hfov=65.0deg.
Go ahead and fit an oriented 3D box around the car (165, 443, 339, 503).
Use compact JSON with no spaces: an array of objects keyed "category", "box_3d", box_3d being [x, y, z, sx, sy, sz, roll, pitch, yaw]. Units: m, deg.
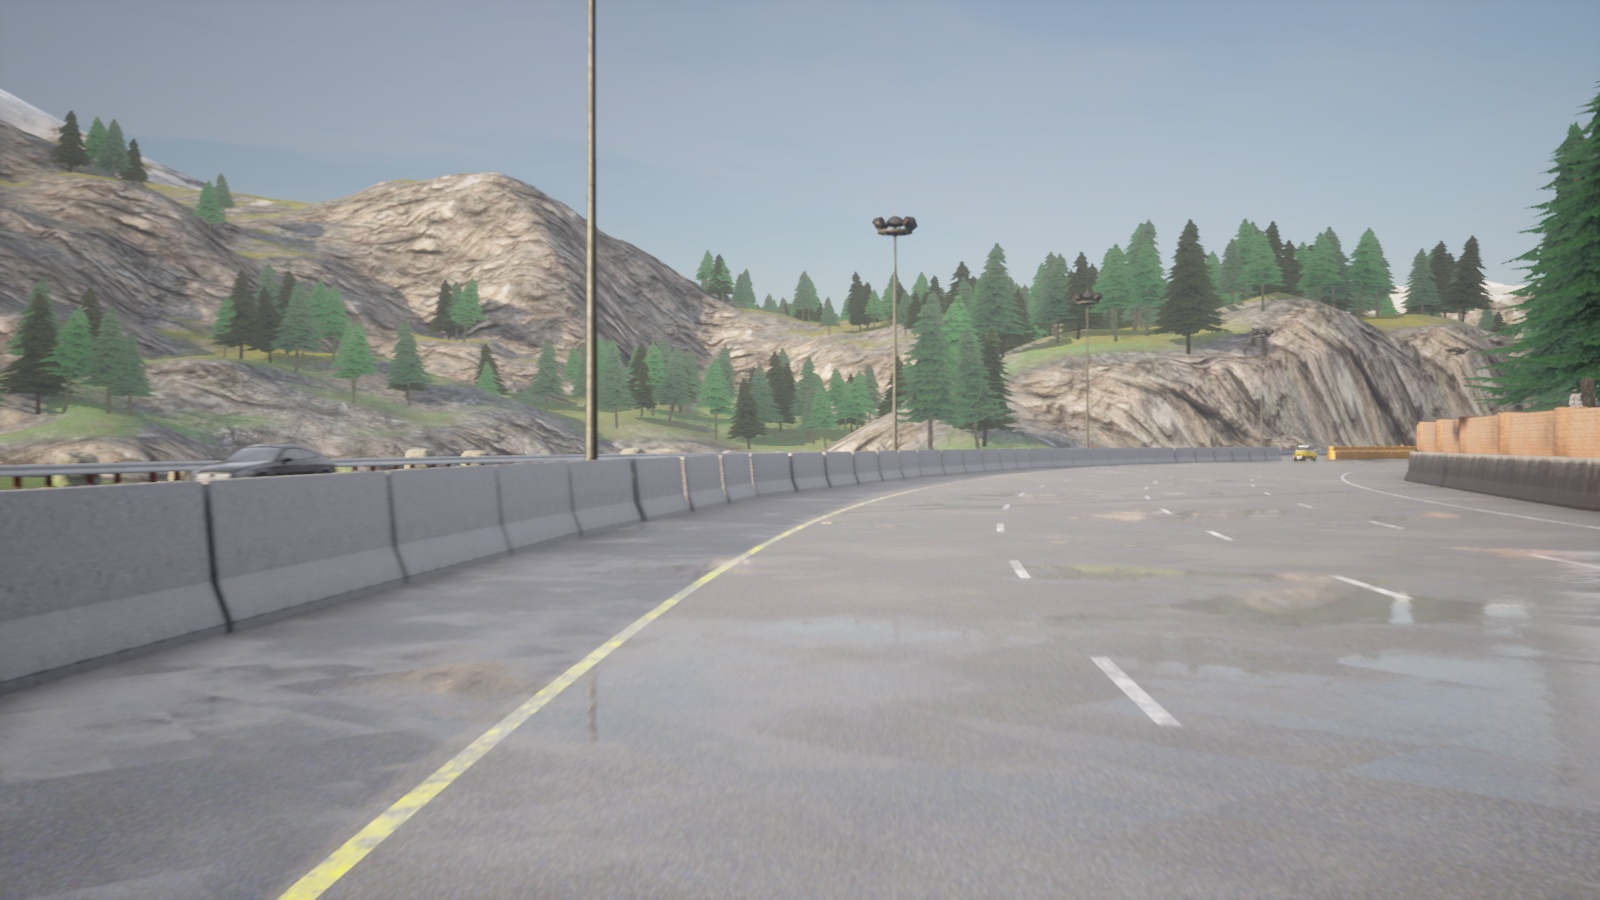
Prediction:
[{"category":"car","box_3d":[-14.132,0.545,32.711,1.812,1.442,4.674,0,0,11]}]
